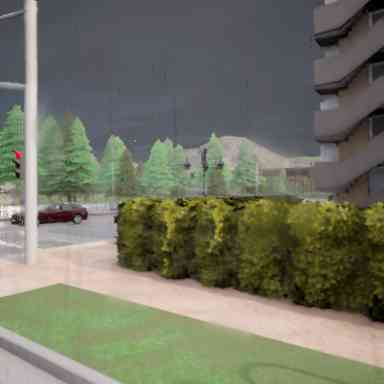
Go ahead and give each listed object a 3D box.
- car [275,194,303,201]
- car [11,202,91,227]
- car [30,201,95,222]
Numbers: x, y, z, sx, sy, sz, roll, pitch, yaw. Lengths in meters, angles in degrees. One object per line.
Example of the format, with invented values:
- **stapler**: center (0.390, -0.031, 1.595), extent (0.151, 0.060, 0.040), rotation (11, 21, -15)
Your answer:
- **car**: center (10.978, 1.229, 37.406), extent (2.150, 2.045, 5.566), rotation (0, 0, 38)
- **car**: center (-9.626, 1.504, 22.795), extent (1.882, 1.535, 5.008), rotation (0, 0, 38)
- **car**: center (-10.529, 1.556, 27.283), extent (1.812, 1.442, 4.674), rotation (0, 0, 38)
